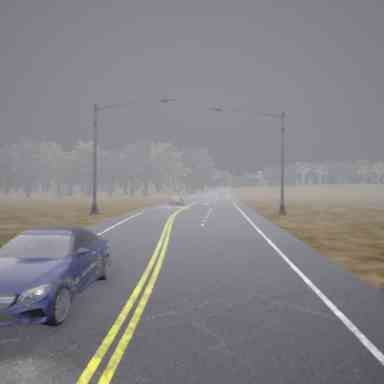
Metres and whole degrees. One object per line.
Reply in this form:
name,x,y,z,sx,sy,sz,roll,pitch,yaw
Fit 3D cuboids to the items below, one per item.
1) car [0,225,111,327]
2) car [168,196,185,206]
car,-3.042,1.502,7.122,1.812,1.442,4.674,1,0,1
car,-2.272,1.317,49.136,1.812,1.442,4.674,0,1,5
